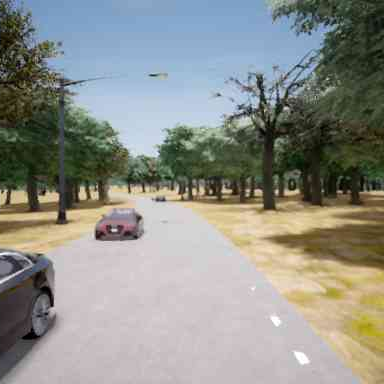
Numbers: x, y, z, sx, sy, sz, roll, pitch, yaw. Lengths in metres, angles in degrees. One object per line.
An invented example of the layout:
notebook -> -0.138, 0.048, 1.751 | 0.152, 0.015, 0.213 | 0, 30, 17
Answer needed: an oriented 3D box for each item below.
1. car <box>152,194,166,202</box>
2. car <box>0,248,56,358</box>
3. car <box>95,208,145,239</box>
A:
car -> -6.454, 1.307, 68.000 | 1.994, 1.385, 4.181 | 0, 0, -11
car -> -3.169, 1.474, 3.679 | 2.128, 1.511, 4.902 | 0, 0, -1
car -> -3.519, 1.508, 16.780 | 1.994, 1.385, 4.181 | 0, 0, -2
